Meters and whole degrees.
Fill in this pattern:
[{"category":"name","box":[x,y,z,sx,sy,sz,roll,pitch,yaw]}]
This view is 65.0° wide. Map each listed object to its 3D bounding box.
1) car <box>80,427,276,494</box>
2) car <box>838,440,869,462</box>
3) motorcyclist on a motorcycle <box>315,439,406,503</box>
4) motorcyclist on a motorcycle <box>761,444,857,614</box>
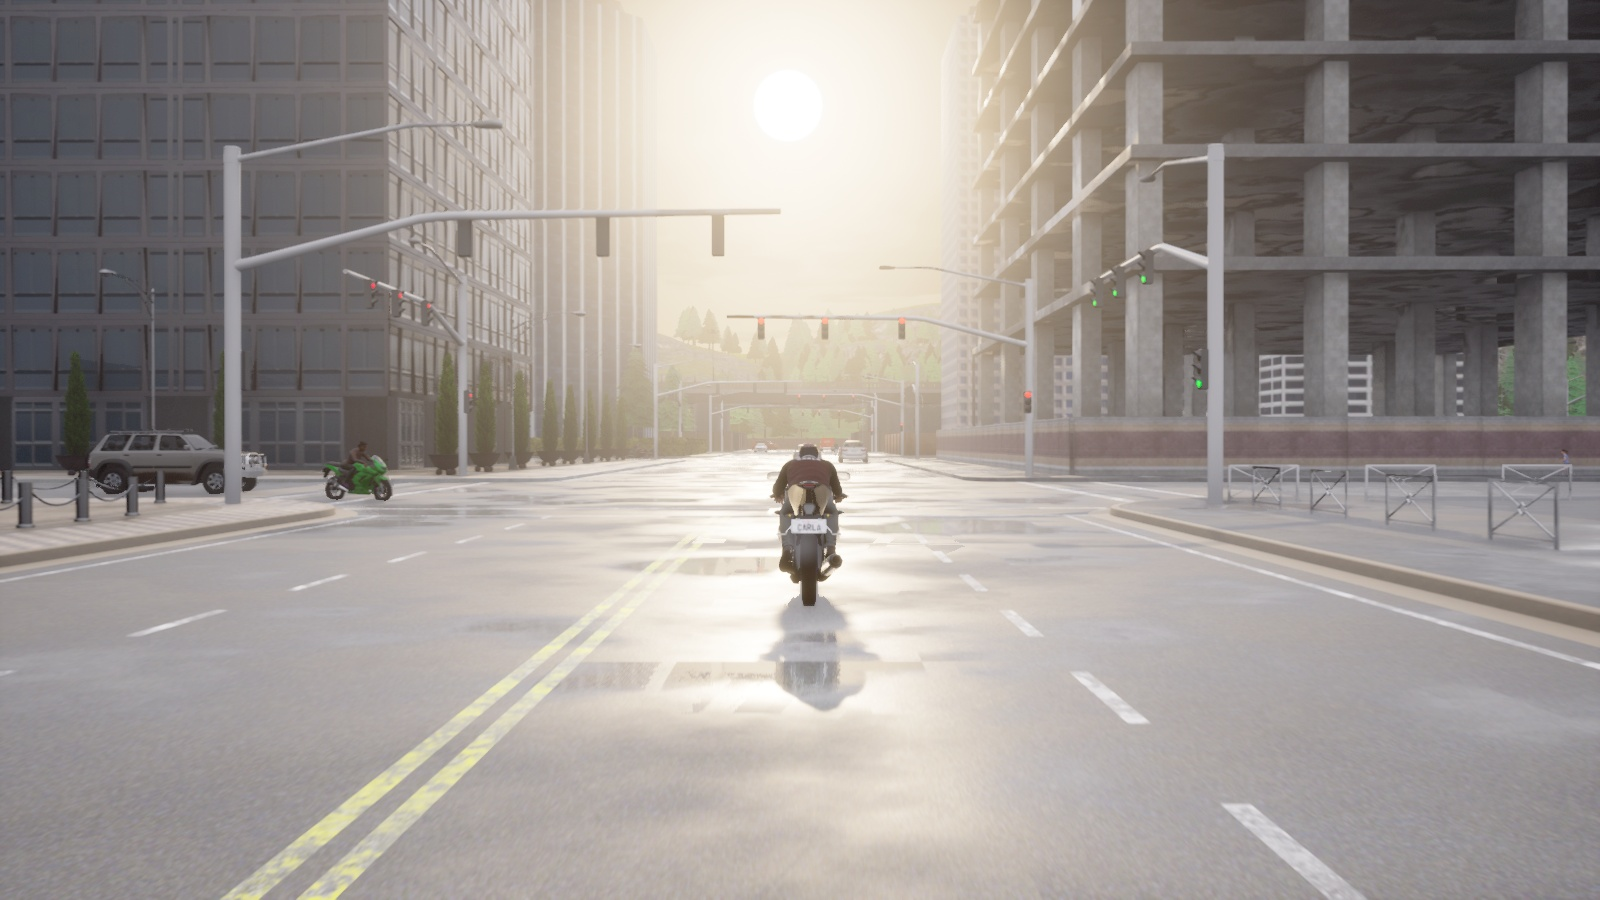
[{"category":"car","box":[-17.607,0.293,35.687,4.605,1.855,1.932,0,0,0]},{"category":"car","box":[4.064,0.053,96.062,2.242,1.667,4.611,0,0,0]},{"category":"motorcyclist on a motorcycle","box":[-10.973,0.511,31.355,2.044,1.523,0.797,1,3,18]},{"category":"motorcyclist on a motorcycle","box":[0.086,0.711,12.452,0.866,1.530,2.191,0,0,0]}]
